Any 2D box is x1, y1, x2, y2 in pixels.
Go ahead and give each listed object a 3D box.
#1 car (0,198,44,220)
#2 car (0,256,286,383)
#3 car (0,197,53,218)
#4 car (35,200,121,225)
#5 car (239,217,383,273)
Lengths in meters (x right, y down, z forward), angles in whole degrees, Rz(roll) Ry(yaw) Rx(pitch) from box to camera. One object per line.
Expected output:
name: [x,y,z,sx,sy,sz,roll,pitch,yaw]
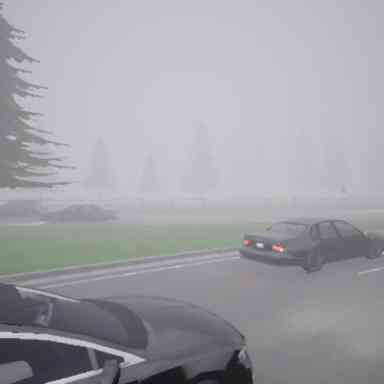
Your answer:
car: [-14.232,1.364,27.096,4.553,1.767,2.097,0,0,-2]
car: [-1.649,1.495,2.457,4.902,1.511,2.128,0,0,-35]
car: [-15.454,1.363,30.471,4.553,1.767,2.097,0,0,-4]
car: [-7.862,1.534,23.709,5.357,1.411,2.033,0,0,-2]
car: [3.993,1.503,10.489,5.357,1.411,2.033,0,0,-32]
